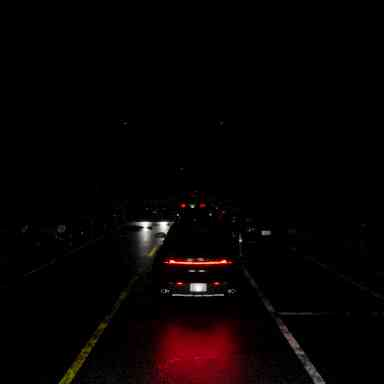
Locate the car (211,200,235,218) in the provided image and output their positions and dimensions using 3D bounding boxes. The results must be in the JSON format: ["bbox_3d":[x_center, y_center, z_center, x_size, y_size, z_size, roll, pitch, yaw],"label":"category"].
[{"bbox_3d":[2.806,1.543,31.013,1.887,1.381,4.507,-1,0,0],"label":"car"}]

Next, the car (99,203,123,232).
[{"bbox_3d":[-5.739,1.564,20.018,1.947,1.339,4.313,-1,0,0],"label":"car"}]

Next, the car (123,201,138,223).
[{"bbox_3d":[-5.729,1.549,25.523,2.008,1.369,4.403,-1,0,0],"label":"car"}]

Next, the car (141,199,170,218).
[{"bbox_3d":[-2.950,1.329,28.645,1.812,1.442,4.674,0,0,0],"label":"car"}]

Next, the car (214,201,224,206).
[{"bbox_3d":[2.796,1.543,25.508,1.887,1.381,4.507,-1,0,0],"label":"car"}]

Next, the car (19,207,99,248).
[{"bbox_3d":[-5.750,1.438,14.512,1.967,1.590,4.097,-1,0,0],"label":"car"}]

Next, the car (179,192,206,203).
[{"bbox_3d":[0.050,1.220,28.511,2.150,2.045,5.566,0,0,0],"label":"car"}]

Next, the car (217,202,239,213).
[{"bbox_3d":[2.786,1.543,20.002,1.887,1.381,4.507,-1,0,0],"label":"car"}]

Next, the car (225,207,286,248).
[{"bbox_3d":[2.776,1.564,14.497,1.947,1.339,4.313,-1,0,0],"label":"car"}]

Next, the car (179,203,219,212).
[{"bbox_3d":[0.126,1.545,18.266,2.033,1.411,5.357,0,0,0],"label":"car"}]

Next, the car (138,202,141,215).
[{"bbox_3d":[-5.719,1.544,31.029,1.887,1.381,4.507,-1,0,0],"label":"car"}]

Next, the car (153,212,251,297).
[{"bbox_3d":[0.117,1.503,8.528,1.837,1.490,4.892,0,0,0],"label":"car"}]
